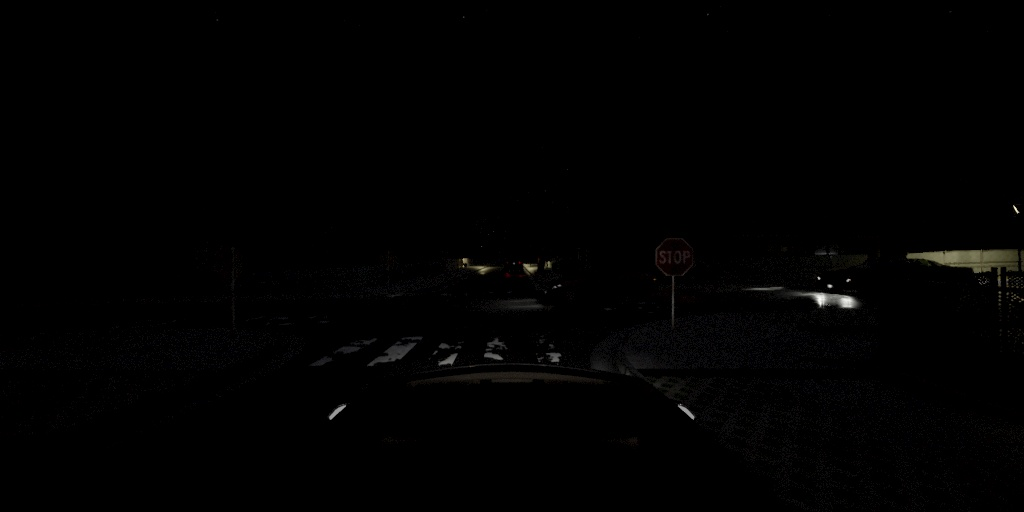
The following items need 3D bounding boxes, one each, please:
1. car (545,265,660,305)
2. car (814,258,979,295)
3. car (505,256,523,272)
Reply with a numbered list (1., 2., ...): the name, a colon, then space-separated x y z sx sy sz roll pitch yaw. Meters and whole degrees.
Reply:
1. car: 3.697 1.134 14.899 4.674 1.442 1.812 -2 0 -4
2. car: 16.028 0.806 15.092 5.357 1.411 2.033 -2 0 0
3. car: 0.261 0.965 45.400 2.150 2.045 5.566 0 0 0
